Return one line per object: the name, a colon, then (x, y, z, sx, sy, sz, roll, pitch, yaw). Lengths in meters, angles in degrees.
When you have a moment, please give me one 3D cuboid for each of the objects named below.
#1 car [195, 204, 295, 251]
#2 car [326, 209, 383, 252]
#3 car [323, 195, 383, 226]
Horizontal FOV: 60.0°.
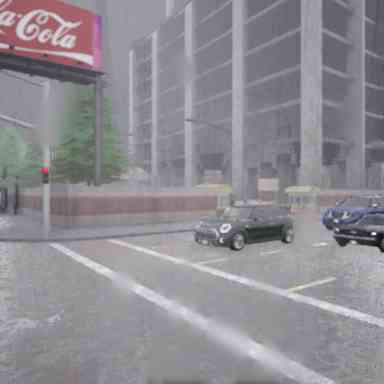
car: (2.324, 1.356, 14.243, 4.553, 1.767, 2.097, 0, 0, -36)
car: (7.962, 1.606, 13.964, 4.718, 1.301, 1.895, 0, 0, -35)
car: (10.140, 1.229, 19.790, 5.566, 2.045, 2.150, 0, 0, -35)
